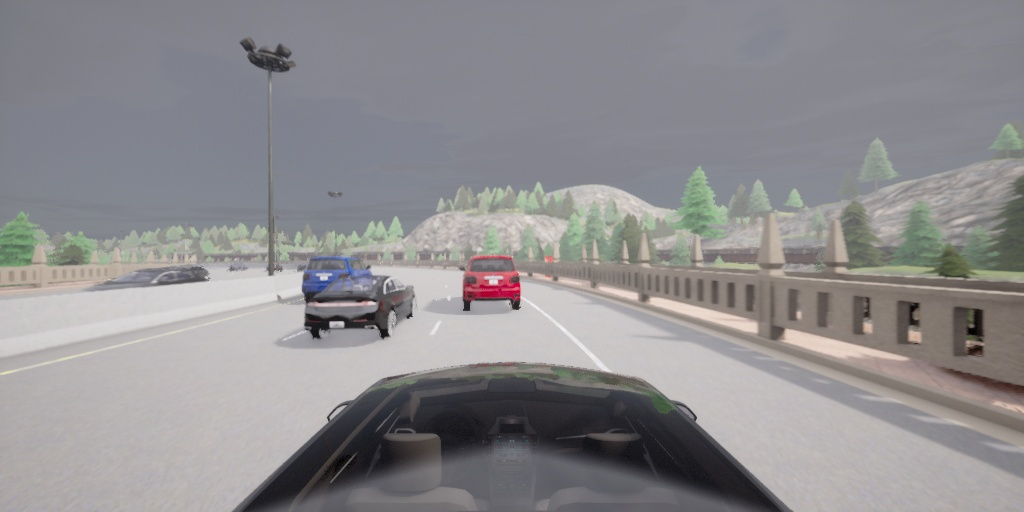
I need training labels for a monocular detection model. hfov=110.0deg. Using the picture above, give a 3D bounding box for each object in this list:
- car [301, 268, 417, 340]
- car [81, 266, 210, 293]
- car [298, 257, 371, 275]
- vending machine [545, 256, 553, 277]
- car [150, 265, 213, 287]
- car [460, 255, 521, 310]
[{"bbox_3d":[-3.979,1.278,10.161,2.128,1.511,4.902,0,0,-5],"label":"car"},{"bbox_3d":[-15.385,1.358,15.302,2.128,1.511,4.902,0,0,-9],"label":"car"},{"bbox_3d":[-8.511,1.055,17.978,2.150,2.045,5.566,0,0,-10],"label":"car"},{"bbox_3d":[3.517,0.989,32.125,1.100,2.100,0.880,0,0,-16],"label":"vending machine"},{"bbox_3d":[-25.777,1.503,28.237,1.837,1.490,4.892,0,0,-19],"label":"car"},{"bbox_3d":[-0.989,1.002,15.065,2.150,2.045,5.566,0,0,-8],"label":"car"}]
